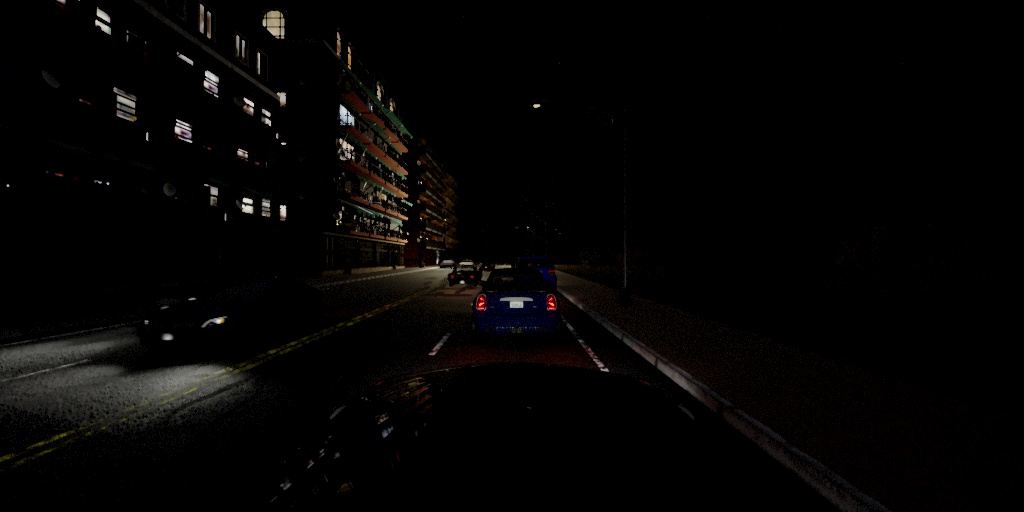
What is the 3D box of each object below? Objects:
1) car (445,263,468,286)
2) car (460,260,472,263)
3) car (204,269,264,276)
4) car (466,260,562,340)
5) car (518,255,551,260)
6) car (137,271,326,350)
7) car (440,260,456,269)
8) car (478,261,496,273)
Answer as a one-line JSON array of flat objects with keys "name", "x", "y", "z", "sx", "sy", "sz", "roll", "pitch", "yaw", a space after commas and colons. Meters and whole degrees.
[{"name": "car", "x": -3.141, "y": 1.353, "z": 24.942, "sx": 1.895, "sy": 1.301, "sz": 4.718, "roll": 0, "pitch": 0, "yaw": 0}, {"name": "car", "x": -6.570, "y": 1.276, "z": 52.295, "sx": 1.812, "sy": 1.442, "sz": 4.674, "roll": 0, "pitch": 0, "yaw": 0}, {"name": "car", "x": -9.846, "y": 1.243, "z": 12.674, "sx": 2.128, "sy": 1.511, "sz": 4.902, "roll": 0, "pitch": 0, "yaw": 0}, {"name": "car", "x": 0.101, "y": 1.103, "z": 10.100, "sx": 2.097, "sy": 1.767, "sz": 4.553, "roll": 0, "pitch": 0, "yaw": 0}, {"name": "car", "x": 1.144, "y": 0.977, "z": 19.674, "sx": 2.150, "sy": 2.045, "sz": 5.566, "roll": 0, "pitch": 0, "yaw": 0}, {"name": "car", "x": -6.597, "y": 1.277, "z": 9.192, "sx": 1.812, "sy": 1.442, "sz": 4.674, "roll": 0, "pitch": 0, "yaw": 0}, {"name": "car", "x": -9.816, "y": 1.298, "z": 55.357, "sx": 2.033, "sy": 1.411, "sz": 5.357, "roll": 0, "pitch": 0, "yaw": 0}, {"name": "car", "x": -3.128, "y": 1.314, "z": 44.890, "sx": 1.994, "sy": 1.385, "sz": 4.181, "roll": 0, "pitch": 0, "yaw": 0}]
